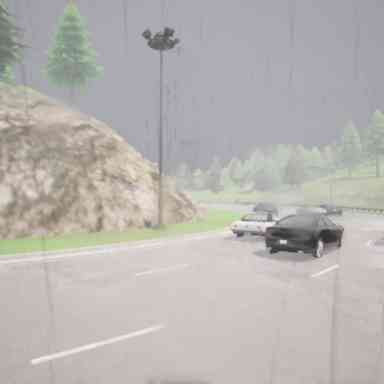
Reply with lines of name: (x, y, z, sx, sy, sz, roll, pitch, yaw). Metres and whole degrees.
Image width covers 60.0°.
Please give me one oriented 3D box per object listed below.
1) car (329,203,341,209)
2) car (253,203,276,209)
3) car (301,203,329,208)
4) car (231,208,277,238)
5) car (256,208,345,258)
car: (16.066, 2.033, 39.596, 1.994, 1.385, 4.181, 1, -1, -4)
car: (8.837, 2.002, 40.557, 1.994, 1.385, 4.181, 1, -1, -7)
car: (12.788, 2.018, 36.128, 1.895, 1.301, 4.718, 0, -1, 1)
car: (3.963, 1.799, 18.391, 1.895, 1.301, 4.718, 0, -1, 33)
car: (4.757, 1.635, 13.623, 1.882, 1.535, 5.008, 1, 0, 39)
